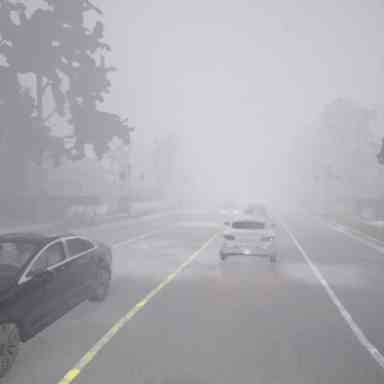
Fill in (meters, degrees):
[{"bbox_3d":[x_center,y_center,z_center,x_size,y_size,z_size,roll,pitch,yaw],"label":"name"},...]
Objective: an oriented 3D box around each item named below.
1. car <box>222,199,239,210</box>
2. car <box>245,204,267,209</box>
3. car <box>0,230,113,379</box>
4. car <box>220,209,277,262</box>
[{"bbox_3d":[5.345,1.694,45.967,1.812,1.442,4.674,1,0,12],"label":"car"},{"bbox_3d":[5.609,1.694,29.239,1.994,1.385,4.181,1,0,12],"label":"car"},{"bbox_3d":[-2.914,1.475,5.558,2.128,1.511,4.902,0,0,9],"label":"car"},{"bbox_3d":[2.124,1.578,12.355,1.812,1.442,4.674,1,0,11],"label":"car"}]
